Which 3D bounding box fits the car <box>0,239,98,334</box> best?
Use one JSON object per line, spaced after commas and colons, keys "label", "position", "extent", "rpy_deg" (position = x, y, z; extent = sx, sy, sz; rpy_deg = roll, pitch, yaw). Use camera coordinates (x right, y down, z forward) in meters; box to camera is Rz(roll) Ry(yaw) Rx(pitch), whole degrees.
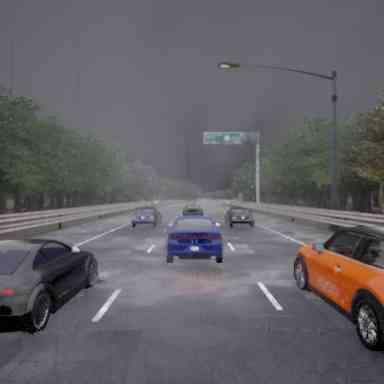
{"label": "car", "position": [-3.418, 1.656, 6.934], "extent": [1.994, 1.385, 4.181], "rpy_deg": [0, -1, 0]}

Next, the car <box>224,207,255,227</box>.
{"label": "car", "position": [3.587, 1.891, 25.781], "extent": [2.033, 1.411, 5.357], "rpy_deg": [0, -1, 0]}

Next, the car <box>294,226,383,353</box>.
{"label": "car", "position": [3.579, 1.436, 6.454], "extent": [2.097, 1.767, 4.553], "rpy_deg": [0, -1, 0]}

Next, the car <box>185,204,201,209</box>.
{"label": "car", "position": [0.091, 1.914, 30.579], "extent": [1.837, 1.490, 4.892], "rpy_deg": [0, -1, 0]}

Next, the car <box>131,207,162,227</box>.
{"label": "car", "position": [-3.411, 1.889, 25.674], "extent": [2.033, 1.411, 5.357], "rpy_deg": [0, -1, 0]}

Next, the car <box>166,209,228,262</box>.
{"label": "car", "position": [0.091, 1.646, 12.805], "extent": [1.882, 1.535, 5.008], "rpy_deg": [0, -1, 0]}
